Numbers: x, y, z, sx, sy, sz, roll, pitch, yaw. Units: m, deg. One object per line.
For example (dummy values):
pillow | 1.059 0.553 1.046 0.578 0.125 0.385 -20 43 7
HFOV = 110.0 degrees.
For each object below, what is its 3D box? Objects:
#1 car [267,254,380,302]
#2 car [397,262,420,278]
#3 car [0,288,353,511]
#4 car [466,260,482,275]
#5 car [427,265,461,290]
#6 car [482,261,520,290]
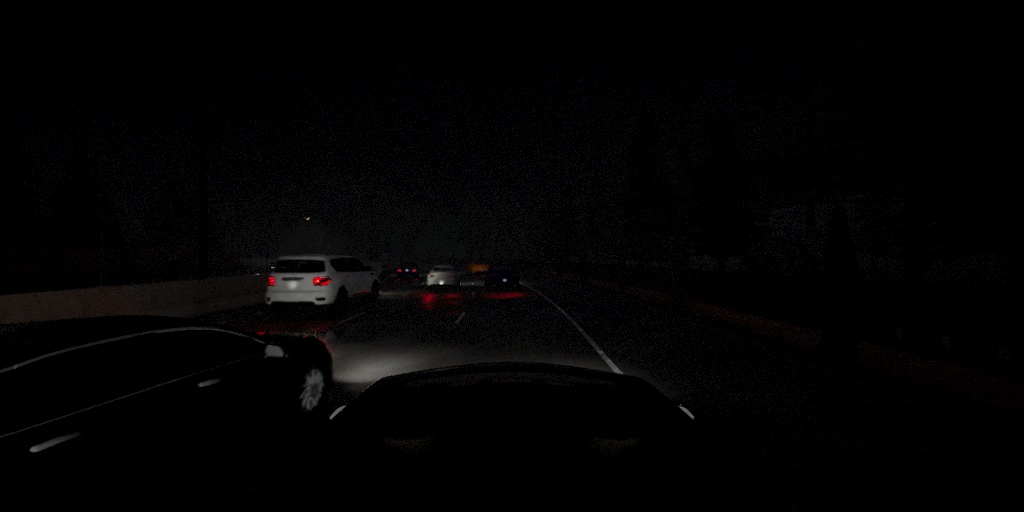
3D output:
car | -6.979 0.966 13.924 2.150 2.045 5.566 0 0 -2
car | -9.602 1.284 33.270 2.033 1.411 5.357 0 0 -13
car | -3.367 1.253 2.932 1.837 1.490 4.892 0 0 1
car | -3.787 1.213 38.432 1.882 1.535 5.008 0 0 -15
car | -4.224 1.267 22.383 1.812 1.442 4.674 0 0 -7
car | -0.699 1.219 22.468 1.882 1.535 5.008 0 0 -6
